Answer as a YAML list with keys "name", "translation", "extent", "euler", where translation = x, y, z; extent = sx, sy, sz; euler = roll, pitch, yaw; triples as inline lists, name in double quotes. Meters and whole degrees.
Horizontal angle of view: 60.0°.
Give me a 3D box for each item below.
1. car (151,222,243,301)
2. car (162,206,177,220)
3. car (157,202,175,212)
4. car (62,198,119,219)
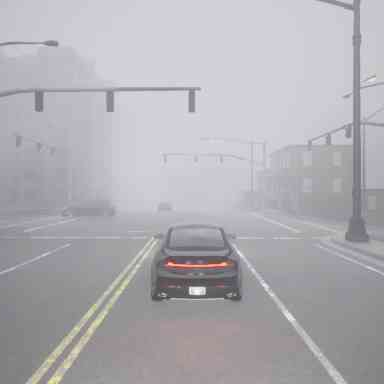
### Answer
- name: "car"
  translation: [0.092, 1.505, 8.316]
  extent: [1.837, 1.490, 4.892]
  euler: [0, 0, 0]
- name: "car"
  translation: [-3.642, 3.522, 54.959]
  extent: [2.128, 1.511, 4.902]
  euler: [0, -12, 0]
- name: "car"
  translation: [-3.642, 2.066, 45.551]
  extent: [1.837, 1.490, 4.892]
  euler: [0, -5, 0]
- name: "car"
  translation: [-8.709, 1.338, 28.495]
  extent: [4.553, 1.767, 2.097]
  euler: [0, 0, 1]
